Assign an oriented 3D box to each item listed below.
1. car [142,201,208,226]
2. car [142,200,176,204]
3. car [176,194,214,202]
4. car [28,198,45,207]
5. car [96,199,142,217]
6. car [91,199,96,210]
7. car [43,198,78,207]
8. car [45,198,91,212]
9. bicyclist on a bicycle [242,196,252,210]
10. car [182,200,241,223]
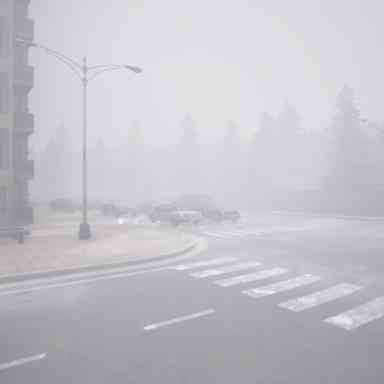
[{"bbox_3d":[-1.300,1.547,23.017,1.895,1.301,4.718,0,0,-36],"label":"car"},{"bbox_3d":[-3.776,1.510,32.116,1.994,1.385,4.181,0,0,-39],"label":"car"},{"bbox_3d":[-0.055,1.168,33.596,2.150,2.045,5.566,0,0,-37],"label":"car"},{"bbox_3d":[-24.369,1.546,48.708,4.718,1.301,1.895,0,0,8],"label":"car"},{"bbox_3d":[-6.772,1.472,30.371,1.812,1.442,4.674,0,0,-38],"label":"car"},{"bbox_3d":[-10.633,1.509,39.254,4.181,1.385,1.994,0,0,36],"label":"car"},{"bbox_3d":[-20.400,1.547,51.602,4.718,1.301,1.895,0,0,13],"label":"car"},{"bbox_3d":[-14.030,1.450,37.522,4.892,1.490,1.837,0,0,32],"label":"car"},{"bbox_3d":[6.212,1.248,37.458,1.656,1.620,0.582,0,0,-36],"label":"bicyclist on a bicycle"},{"bbox_3d":[1.498,1.547,25.109,1.895,1.301,4.718,0,0,-36],"label":"car"}]
